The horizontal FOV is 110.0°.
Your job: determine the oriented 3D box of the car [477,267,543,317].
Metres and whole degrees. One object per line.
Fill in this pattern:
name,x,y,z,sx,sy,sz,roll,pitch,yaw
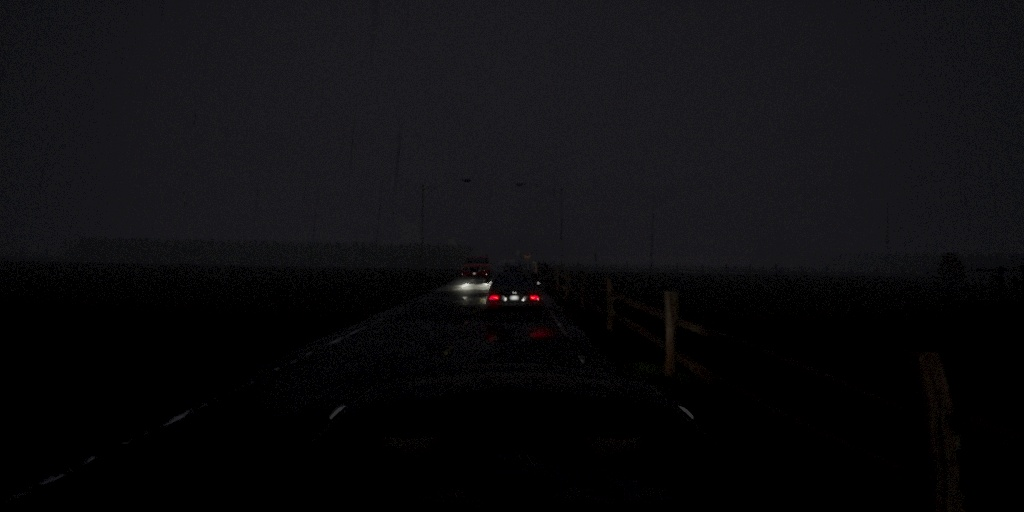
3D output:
car,0.085,1.298,13.208,2.033,1.411,5.357,0,0,0

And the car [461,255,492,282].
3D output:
car,-2.839,0.974,29.801,2.150,2.045,5.566,0,0,0

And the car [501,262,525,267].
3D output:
car,0.094,1.245,30.931,2.128,1.511,4.902,0,0,0
